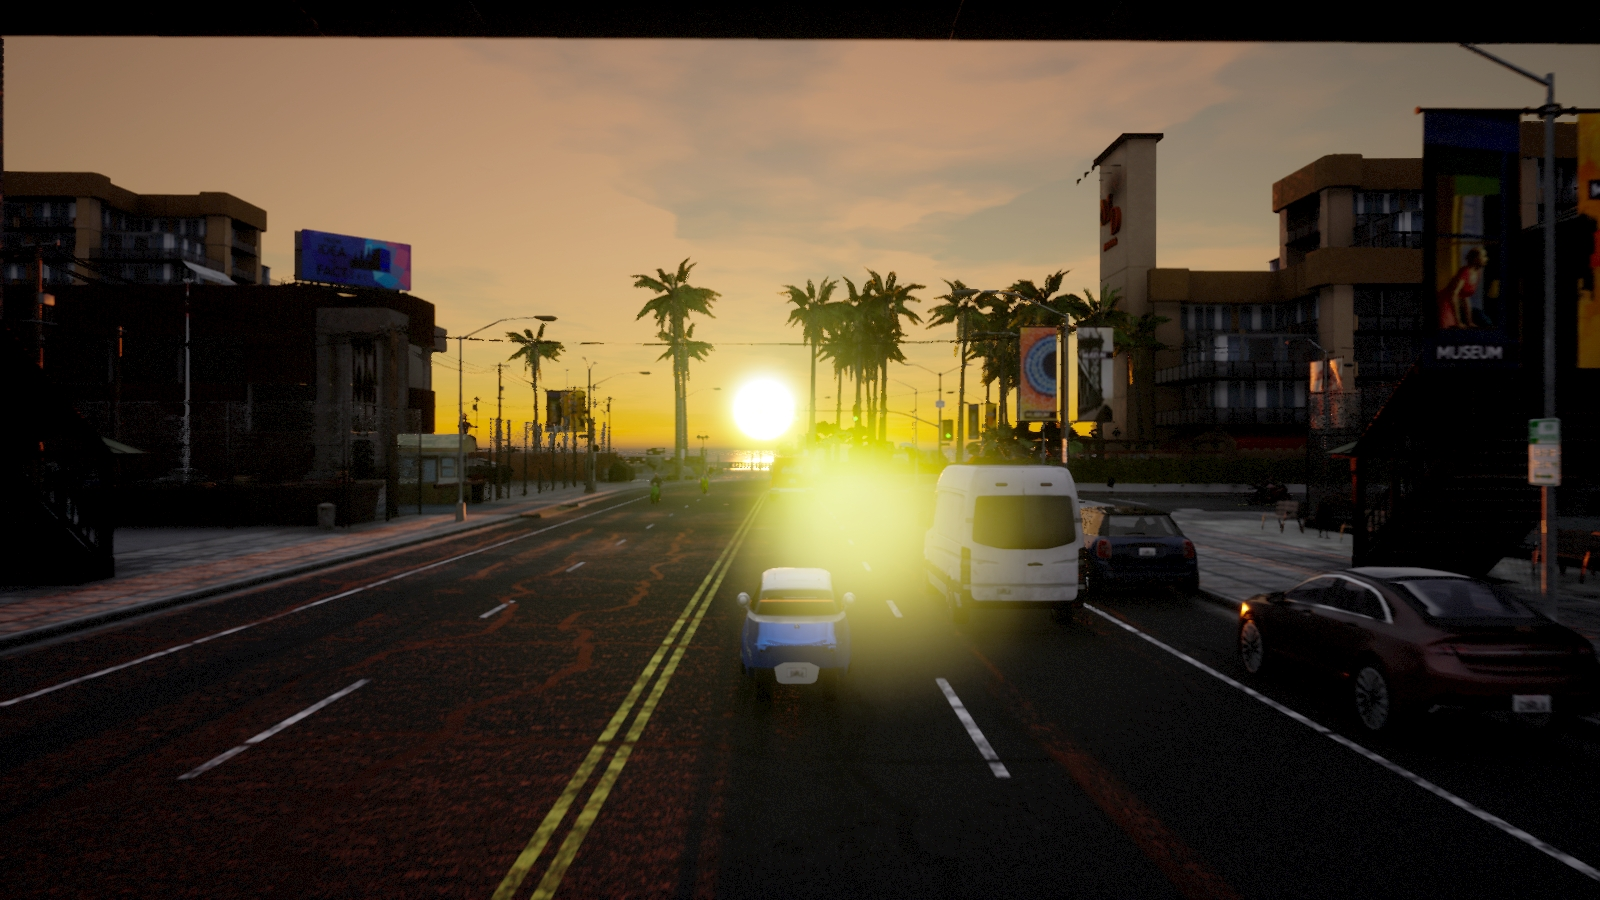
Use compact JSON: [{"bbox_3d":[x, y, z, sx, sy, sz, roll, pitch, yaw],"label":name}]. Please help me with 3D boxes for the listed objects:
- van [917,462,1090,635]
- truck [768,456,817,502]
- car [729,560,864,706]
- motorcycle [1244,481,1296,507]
[{"bbox_3d":[3.409,1.535,20.376,1.988,2.561,5.915,0,0,0],"label":"van"},{"bbox_3d":[-0.429,1.570,64.647,2.627,2.467,5.204,0,0,0],"label":"truck"},{"bbox_3d":[-0.042,2.121,13.646,1.481,1.376,2.207,0,0,0],"label":"car"},{"bbox_3d":[23.508,2.207,57.162,2.209,1.251,0.867,0,0,-1],"label":"motorcycle"}]
